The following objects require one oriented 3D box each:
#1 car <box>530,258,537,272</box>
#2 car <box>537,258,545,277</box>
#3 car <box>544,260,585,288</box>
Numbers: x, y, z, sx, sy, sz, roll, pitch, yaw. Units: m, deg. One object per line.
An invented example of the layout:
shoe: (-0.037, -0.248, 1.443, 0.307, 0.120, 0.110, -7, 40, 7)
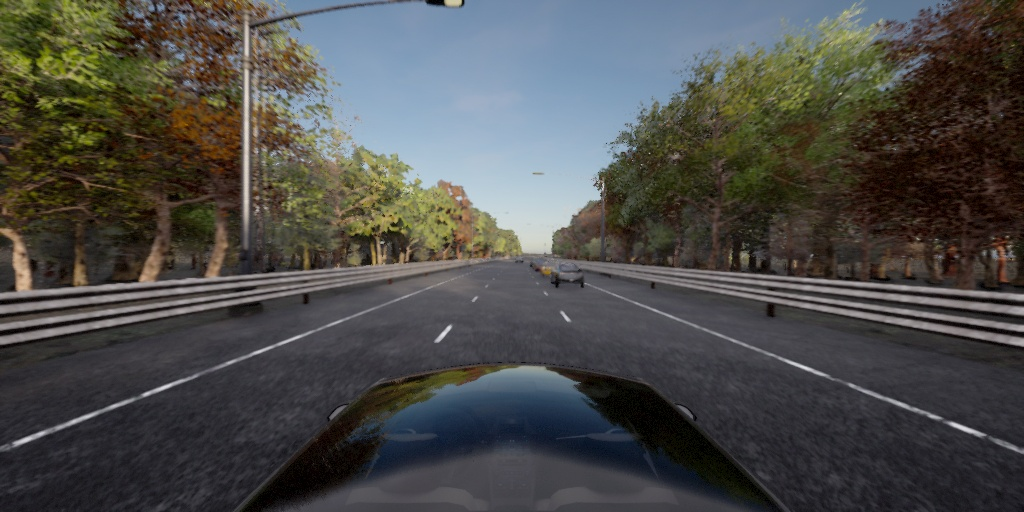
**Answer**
car: (3.783, 1.322, 46.191, 1.994, 1.385, 4.181, 0, 0, -4)
car: (3.729, 1.216, 35.085, 1.801, 1.575, 5.366, 0, 0, 1)
car: (3.593, 1.251, 23.941, 2.128, 1.511, 4.902, 0, 0, 1)
